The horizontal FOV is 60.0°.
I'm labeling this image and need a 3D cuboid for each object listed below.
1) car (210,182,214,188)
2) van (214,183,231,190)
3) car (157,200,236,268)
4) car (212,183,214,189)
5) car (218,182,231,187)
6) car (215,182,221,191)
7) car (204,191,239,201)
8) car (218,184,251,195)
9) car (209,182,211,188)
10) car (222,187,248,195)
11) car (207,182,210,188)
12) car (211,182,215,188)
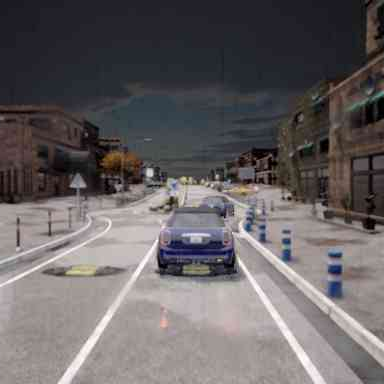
[{"bbox_3d":[7.965,-1.203,86.164,5.008,1.535,2.097,0,2,-1],"label":"car"},{"bbox_3d":[8.045,-1.525,88.790,4.442,1.987,1.878,0,2,-1],"label":"van"},{"bbox_3d":[0.121,1.267,10.652,2.097,1.767,4.553,0,-1,0],"label":"car"},{"bbox_3d":[8.027,-0.990,80.657,4.892,1.521,2.231,0,2,-1],"label":"car"},{"bbox_3d":[8.142,-0.525,66.884,4.553,1.767,2.185,0,3,-1],"label":"car"},{"bbox_3d":[8.172,-0.776,69.632,5.566,2.045,2.435,0,3,-1],"label":"car"},{"bbox_3d":[2.030,1.053,26.010,2.097,1.767,4.553,0,1,17],"label":"car"},{"bbox_3d":[8.049,-0.140,61.382,5.366,1.575,1.946,0,3,-1],"label":"car"},{"bbox_3d":[7.901,-1.360,91.673,4.674,1.452,2.002,0,2,-1],"label":"car"},{"bbox_3d":[8.208,-0.230,64.140,4.674,1.452,2.002,0,3,-1],"label":"car"},{"bbox_3d":[7.838,-1.745,94.421,5.566,2.045,2.435,0,2,-1],"label":"car"},{"bbox_3d":[7.960,-1.070,83.411,4.792,1.488,2.163,0,2,-1],"label":"car"}]
